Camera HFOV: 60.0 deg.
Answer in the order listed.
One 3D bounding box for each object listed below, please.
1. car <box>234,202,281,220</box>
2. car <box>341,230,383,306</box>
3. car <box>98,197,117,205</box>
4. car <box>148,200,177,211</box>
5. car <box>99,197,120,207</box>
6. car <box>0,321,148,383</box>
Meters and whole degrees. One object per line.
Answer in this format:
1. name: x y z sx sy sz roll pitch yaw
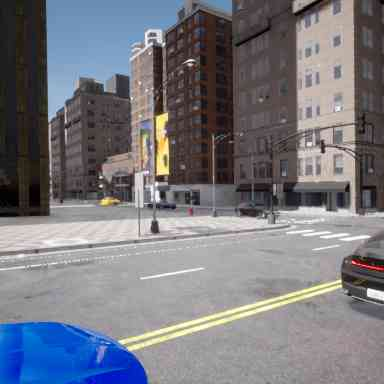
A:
1. car: 5.666 1.614 29.554 1.812 1.442 4.674 -1 1 -35
2. car: 5.114 1.504 7.092 4.892 1.490 1.837 0 0 -36
3. car: -17.193 1.741 67.583 2.033 1.411 5.357 -1 0 -35
4. car: -3.894 1.746 43.140 1.895 1.301 4.718 -1 0 -35
5. car: -14.163 1.686 57.852 1.882 1.535 5.008 -1 0 -35
6. car: -2.577 1.478 1.603 5.008 1.535 1.882 0 0 -35
